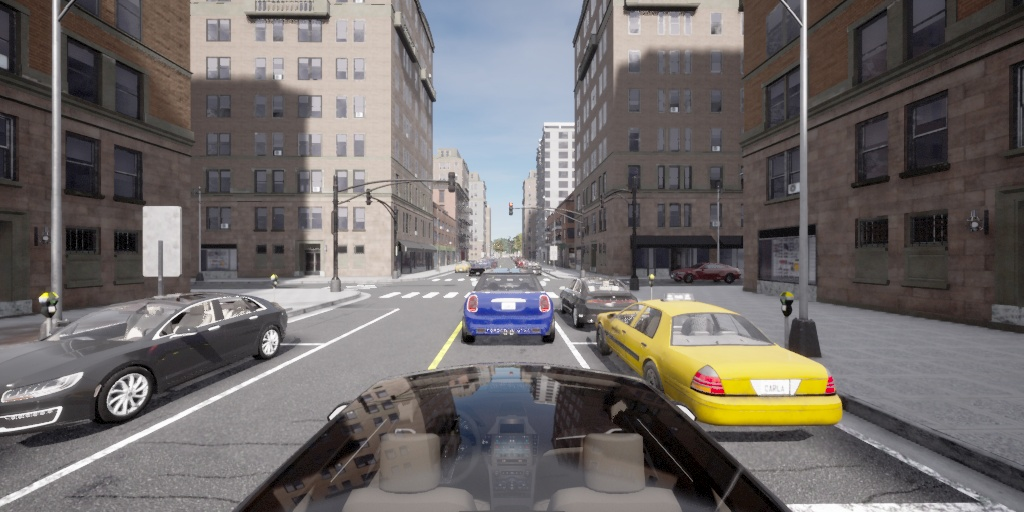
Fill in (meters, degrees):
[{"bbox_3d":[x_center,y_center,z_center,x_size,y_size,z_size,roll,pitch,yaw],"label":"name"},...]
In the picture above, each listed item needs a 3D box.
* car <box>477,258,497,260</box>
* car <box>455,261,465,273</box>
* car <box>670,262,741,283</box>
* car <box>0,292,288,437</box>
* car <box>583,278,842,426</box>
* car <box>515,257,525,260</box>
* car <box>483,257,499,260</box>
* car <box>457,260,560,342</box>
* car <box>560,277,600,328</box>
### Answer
[{"bbox_3d":[-3.380,1.294,46.264,2.033,1.411,5.357,0,0,0],"label":"car"},{"bbox_3d":[-5.889,1.272,43.415,1.751,1.417,4.829,0,0,-1],"label":"car"},{"bbox_3d":[13.930,1.186,25.907,4.674,1.442,1.812,0,0,1],"label":"car"},{"bbox_3d":[-5.429,1.300,5.625,2.007,1.370,4.403,0,0,-1],"label":"car"},{"bbox_3d":[2.602,1.275,5.894,1.751,1.417,4.829,0,0,-1],"label":"car"},{"bbox_3d":[1.925,1.182,60.729,1.967,1.591,4.097,0,0,-1],"label":"car"},{"bbox_3d":[-3.497,1.308,56.270,1.994,1.385,4.181,0,0,-1],"label":"car"},{"bbox_3d":[-0.085,1.102,9.885,2.097,1.767,4.553,0,0,0],"label":"car"},{"bbox_3d":[2.533,1.300,11.130,2.007,1.370,4.403,0,0,-1],"label":"car"}]
